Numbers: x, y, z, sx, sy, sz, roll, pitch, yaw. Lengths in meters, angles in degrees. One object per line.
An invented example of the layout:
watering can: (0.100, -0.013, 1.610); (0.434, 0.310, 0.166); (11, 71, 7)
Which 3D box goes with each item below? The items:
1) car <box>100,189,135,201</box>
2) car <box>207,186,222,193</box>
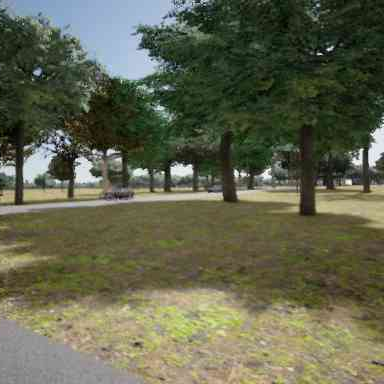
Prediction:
car: (-9.657, 0.318, 43.231); (2.128, 1.511, 4.902); (-1, 2, 38)
car: (4.504, -0.465, 61.454); (1.994, 1.385, 4.181); (-1, 1, 38)
